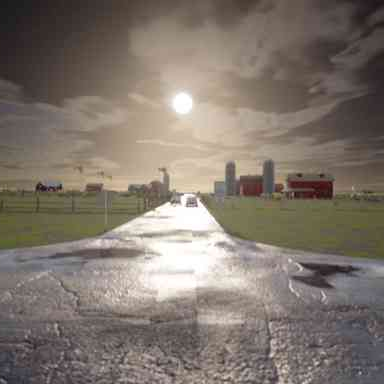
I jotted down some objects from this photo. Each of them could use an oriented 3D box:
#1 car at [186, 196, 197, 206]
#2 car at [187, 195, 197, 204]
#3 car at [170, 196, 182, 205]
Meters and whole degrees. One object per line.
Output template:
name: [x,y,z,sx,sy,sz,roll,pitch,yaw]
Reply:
car: [-0.053,1.493,53.052,2.033,1.411,5.357,0,0,0]
car: [-0.064,1.414,63.474,1.882,1.535,5.008,0,0,0]
car: [-2.810,1.447,58.468,1.837,1.490,4.892,0,0,0]
